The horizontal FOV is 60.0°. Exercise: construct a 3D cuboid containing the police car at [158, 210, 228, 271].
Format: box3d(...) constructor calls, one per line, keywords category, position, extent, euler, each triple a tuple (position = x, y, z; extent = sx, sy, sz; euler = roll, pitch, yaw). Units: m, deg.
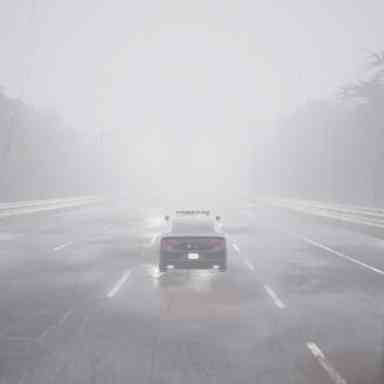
box3d(category="police car", position=(0.021, 1.417, 10.932), extent=(1.930, 1.638, 5.238), euler=(0, 0, 0))
